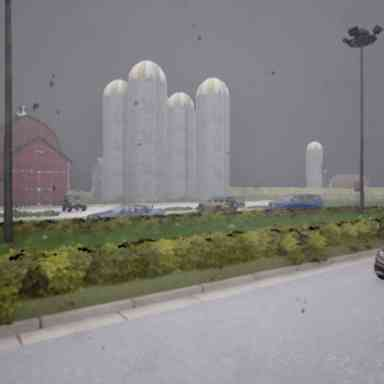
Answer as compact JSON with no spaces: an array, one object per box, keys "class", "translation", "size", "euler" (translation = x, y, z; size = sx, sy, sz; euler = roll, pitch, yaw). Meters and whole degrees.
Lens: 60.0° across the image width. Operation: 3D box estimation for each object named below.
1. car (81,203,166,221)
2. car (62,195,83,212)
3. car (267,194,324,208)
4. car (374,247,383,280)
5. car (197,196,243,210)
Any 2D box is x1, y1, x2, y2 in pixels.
[{"class":"car","translation":[-4.232,1.543,22.211],"size":[5.357,1.411,2.033],"euler":[0,0,-36]},{"class":"car","translation":[-13.497,1.308,38.030],"size":[1.905,1.878,3.866],"euler":[0,0,-36]},{"class":"car","translation":[9.847,1.199,31.571],"size":[5.566,2.045,2.150],"euler":[0,0,-17]},{"class":"car","translation":[6.657,1.521,8.705],"size":[4.674,1.442,1.812],"euler":[0,0,-35]},{"class":"car","translation":[2.526,1.300,33.257],"size":[1.932,1.855,4.605],"euler":[0,0,-36]}]
